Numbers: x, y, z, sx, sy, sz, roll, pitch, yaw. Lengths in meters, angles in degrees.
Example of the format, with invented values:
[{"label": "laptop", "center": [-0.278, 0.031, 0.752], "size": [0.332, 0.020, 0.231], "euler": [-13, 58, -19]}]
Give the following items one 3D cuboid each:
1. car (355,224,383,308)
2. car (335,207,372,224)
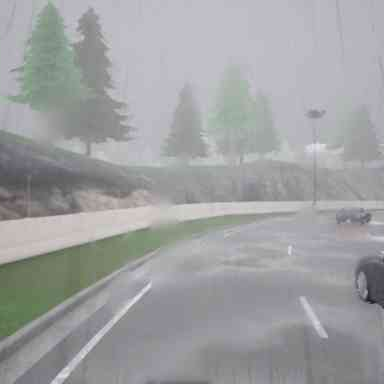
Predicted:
[{"label": "car", "center": [4.278, 1.565, 5.375], "size": [1.837, 1.490, 4.892], "euler": [0, 0, 7]}, {"label": "car", "center": [12.621, 1.809, 25.804], "size": [1.895, 1.301, 4.718], "euler": [0, 0, 36]}]
